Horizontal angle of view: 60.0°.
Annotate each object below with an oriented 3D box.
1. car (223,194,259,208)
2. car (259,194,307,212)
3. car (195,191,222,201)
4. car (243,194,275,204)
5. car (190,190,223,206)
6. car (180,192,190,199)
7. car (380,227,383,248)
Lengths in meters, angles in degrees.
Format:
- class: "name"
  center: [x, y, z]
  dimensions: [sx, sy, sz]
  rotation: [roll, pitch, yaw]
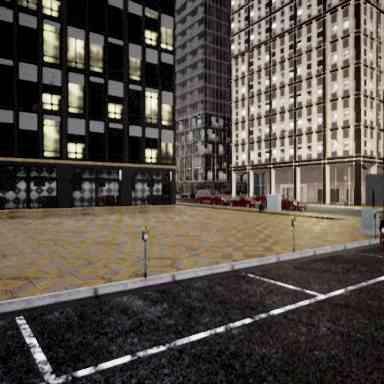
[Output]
- class: "car"
  center: [5.710, 1.078, 36.456]
  dimensions: [1.802, 1.307, 4.206]
  rotation: [1, 0, -36]
- class: "car"
  center: [8.962, 1.043, 31.925]
  dimensions: [1.967, 1.590, 4.097]
  rotation: [1, 0, -36]
- class: "car"
  center: [2.640, 0.674, 55.121]
  dimensions: [1.752, 1.417, 4.829]
  rotation: [1, 0, -36]
- class: "car"
  center: [9.236, 0.949, 45.919]
  dimensions: [1.802, 1.307, 4.206]
  rotation: [1, 0, -36]
- class: "car"
  center: [2.469, 0.704, 40.984]
  dimensions: [2.192, 1.841, 5.009]
  rotation: [1, 0, -36]
- class: "car"
  center: [-0.512, 0.611, 59.515]
  dimensions: [1.947, 1.339, 4.313]
  rotation: [1, 0, -36]
- class: "car"
  center: [9.155, 1.425, 13.094]
  dimensions: [4.097, 1.590, 1.967]
  rotation: [0, 0, -36]
